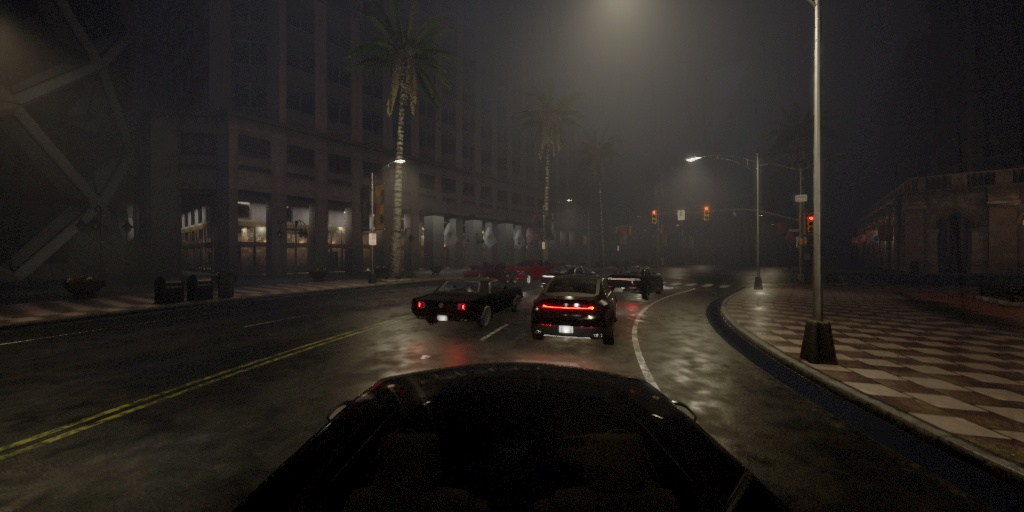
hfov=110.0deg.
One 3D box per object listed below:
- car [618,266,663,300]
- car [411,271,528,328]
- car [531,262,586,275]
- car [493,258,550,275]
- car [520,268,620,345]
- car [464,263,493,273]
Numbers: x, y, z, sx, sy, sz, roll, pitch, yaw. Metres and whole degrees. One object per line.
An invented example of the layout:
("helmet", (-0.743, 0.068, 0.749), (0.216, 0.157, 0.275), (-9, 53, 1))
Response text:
("car", (6.150, 1.226, 17.755), (2.128, 1.511, 4.902), (0, 0, 33))
("car", (-1.125, 1.347, 11.571), (1.895, 1.301, 4.718), (0, 0, 19))
("car", (3.326, 1.228, 19.721), (2.128, 1.511, 4.902), (0, 0, 33))
("car", (1.316, 0.931, 23.569), (1.882, 1.535, 5.008), (0, 0, 40))
("car", (1.830, 1.249, 9.629), (1.837, 1.490, 4.892), (0, 0, 17))
("car", (-1.379, 1.242, 25.802), (1.882, 1.535, 5.008), (0, 0, 40))
